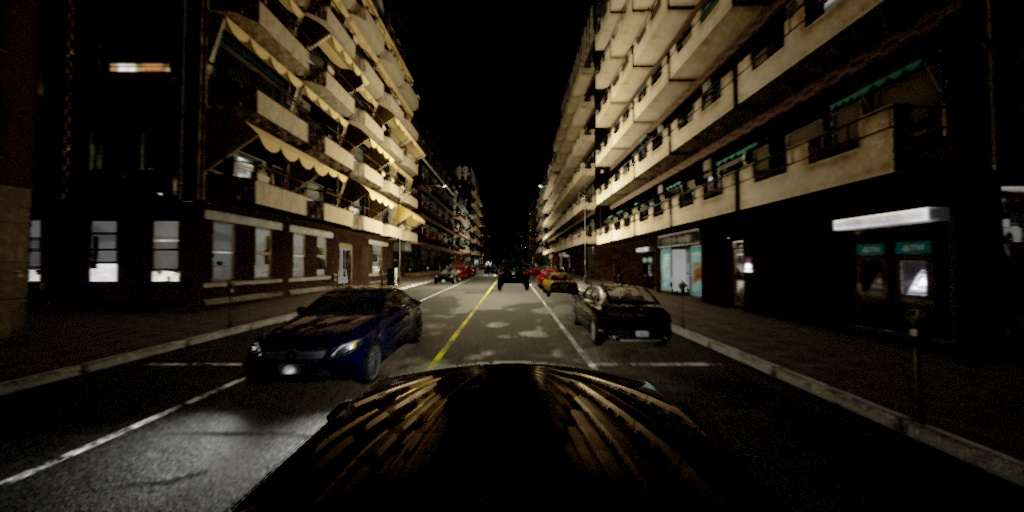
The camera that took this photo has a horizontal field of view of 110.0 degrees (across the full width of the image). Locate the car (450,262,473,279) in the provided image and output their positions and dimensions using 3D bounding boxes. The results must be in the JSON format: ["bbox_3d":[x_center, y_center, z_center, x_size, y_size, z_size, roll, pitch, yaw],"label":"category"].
[{"bbox_3d":[-5.688,1.544,37.492,2.192,1.841,5.009,0,0,0],"label":"car"}]

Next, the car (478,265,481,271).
[{"bbox_3d":[-5.687,1.961,48.634,1.802,1.307,4.207,0,0,0],"label":"car"}]

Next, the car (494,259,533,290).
[{"bbox_3d":[0.088,1.291,25.918,2.150,2.045,5.566,0,-1,0],"label":"car"}]

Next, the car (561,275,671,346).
[{"bbox_3d":[2.691,1.406,9.599,2.007,1.370,4.403,0,0,0],"label":"car"}]

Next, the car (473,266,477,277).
[{"bbox_3d":[-5.688,1.619,43.063,2.192,1.841,5.009,0,0,0],"label":"car"}]

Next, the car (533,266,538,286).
[{"bbox_3d":[2.692,1.661,26.311,1.802,1.307,4.207,0,0,0],"label":"car"}]

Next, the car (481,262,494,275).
[{"bbox_3d":[-3.026,1.981,52.714,2.033,1.411,5.357,0,-1,1],"label":"car"}]

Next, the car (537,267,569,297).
[{"bbox_3d":[2.692,1.530,20.910,1.751,1.417,4.829,0,0,0],"label":"car"}]

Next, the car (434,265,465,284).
[{"bbox_3d":[-5.688,1.721,31.922,1.948,1.339,4.313,0,0,0],"label":"car"}]

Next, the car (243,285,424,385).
[{"bbox_3d":[-3.107,1.351,7.334,1.812,1.442,4.674,0,-1,0],"label":"car"}]
